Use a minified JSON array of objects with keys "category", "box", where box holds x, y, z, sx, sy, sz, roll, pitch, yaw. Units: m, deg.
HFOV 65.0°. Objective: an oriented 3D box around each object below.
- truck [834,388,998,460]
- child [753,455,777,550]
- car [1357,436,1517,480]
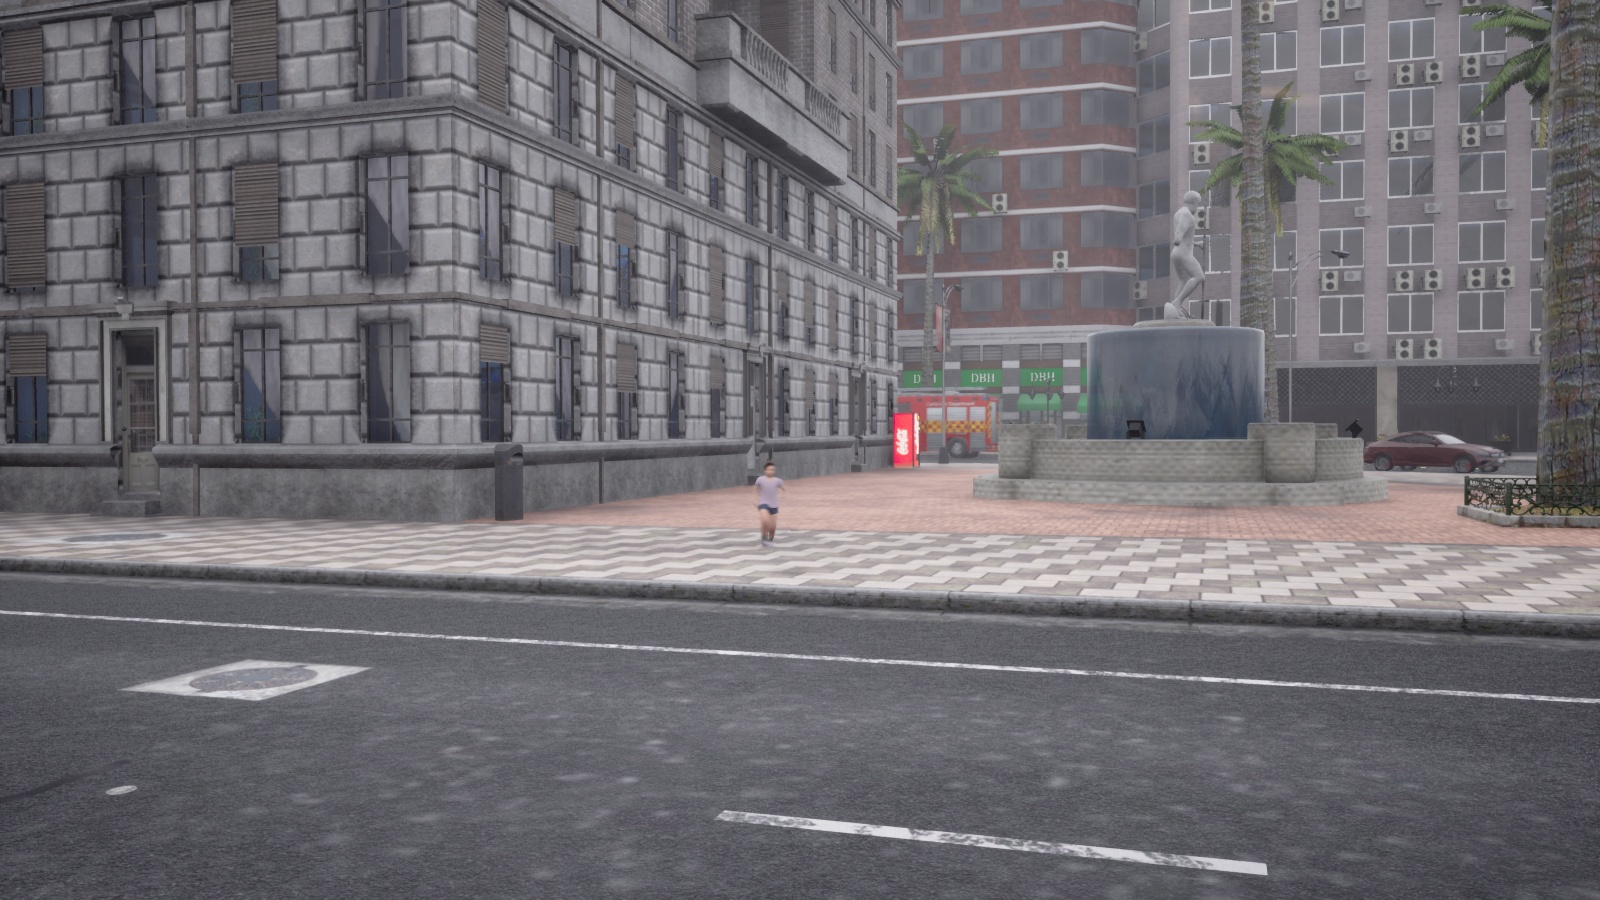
[{"category":"truck","box":[6.351,-1.420,69.084,8.468,3.827,2.891,1,1,23]},{"category":"child","box":[-0.417,0.621,15.023,0.255,1.110,0.394,0,1,4]},{"category":"car","box":[22.117,0.234,43.777,1.812,1.442,4.674,0,1,-35]}]
